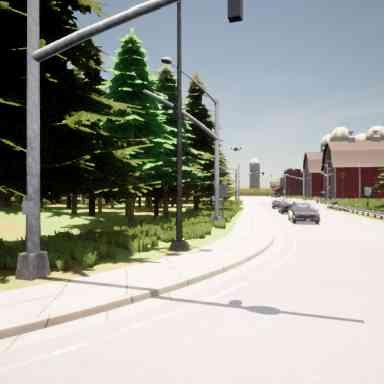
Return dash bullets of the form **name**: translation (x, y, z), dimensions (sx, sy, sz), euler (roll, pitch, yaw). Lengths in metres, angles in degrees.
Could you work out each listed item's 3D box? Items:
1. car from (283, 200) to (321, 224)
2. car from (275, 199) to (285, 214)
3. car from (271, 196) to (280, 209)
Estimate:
- **car**: translation (8.387, 1.547, 25.287), dimensions (2.033, 1.411, 5.357), euler (0, 0, 11)
- **car**: translation (10.122, 1.601, 34.781), dimensions (1.895, 1.301, 4.718), euler (0, 0, 10)
- **car**: translation (11.798, 1.564, 44.704), dimensions (1.994, 1.385, 4.181), euler (0, 0, 9)
